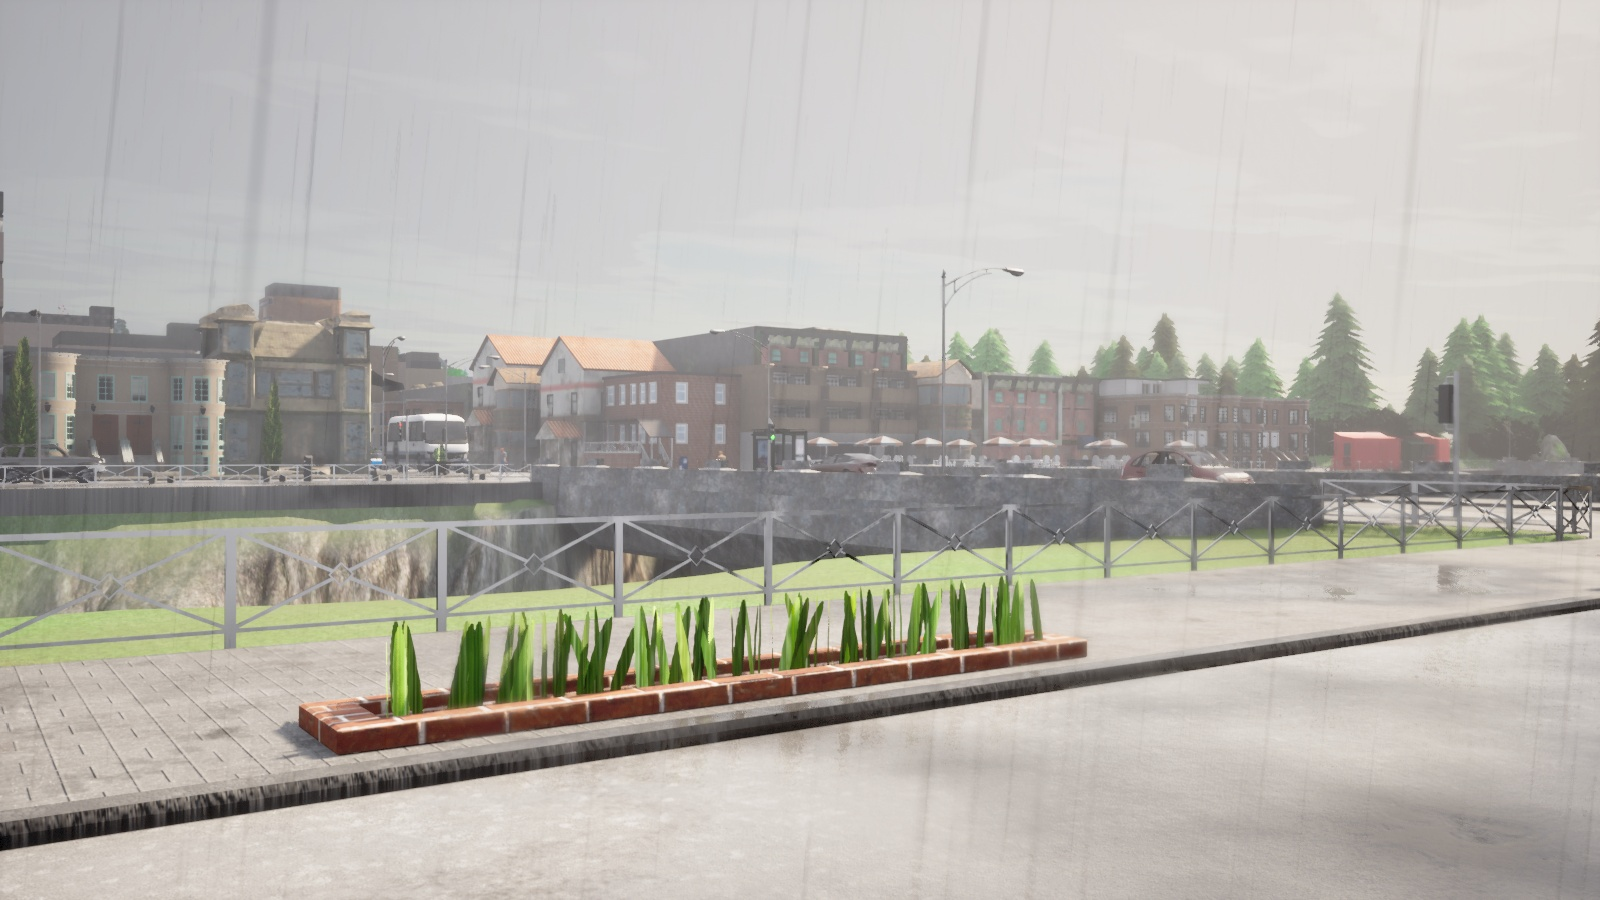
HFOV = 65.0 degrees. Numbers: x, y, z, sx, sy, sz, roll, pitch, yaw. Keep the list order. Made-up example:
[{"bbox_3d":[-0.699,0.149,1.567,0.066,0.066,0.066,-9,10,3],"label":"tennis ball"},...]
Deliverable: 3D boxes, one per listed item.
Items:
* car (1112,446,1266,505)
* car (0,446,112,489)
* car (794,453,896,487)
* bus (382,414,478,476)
[{"bbox_3d":[11.244,0.706,36.512,1.851,1.617,3.988,0,0,-35],"label":"car"},{"bbox_3d":[-33.482,0.770,56.159,4.605,1.855,1.932,0,0,-35],"label":"car"},{"bbox_3d":[1.996,0.877,56.802,2.163,1.488,4.792,0,0,-35],"label":"car"},{"bbox_3d":[-27.134,-0.352,91.717,3.944,4.253,10.273,0,0,-33],"label":"bus"}]
